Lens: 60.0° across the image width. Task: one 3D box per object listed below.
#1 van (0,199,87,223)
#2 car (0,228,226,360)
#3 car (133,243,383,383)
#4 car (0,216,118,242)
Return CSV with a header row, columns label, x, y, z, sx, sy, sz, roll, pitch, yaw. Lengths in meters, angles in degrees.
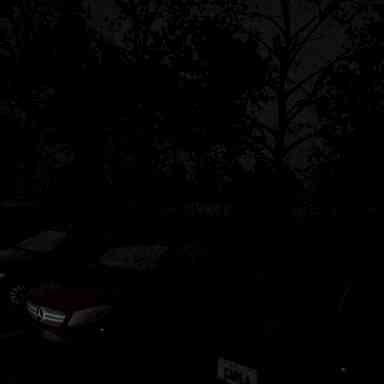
label,x,y,z,sx,sy,sz,roll,pitch,yaw
van,-5.183,1.226,9.305,1.878,1.987,4.442,0,1,35
car,-0.666,1.516,6.240,2.002,1.452,4.674,0,0,36
car,1.719,1.511,4.569,2.163,1.488,4.792,0,0,36
car,-2.933,1.503,7.858,2.002,1.452,4.674,0,0,36
